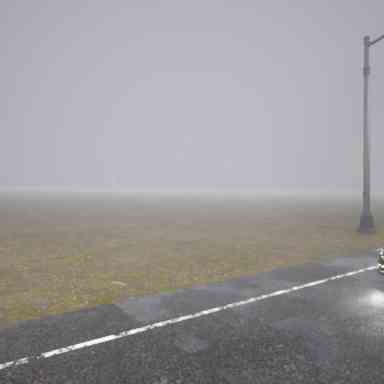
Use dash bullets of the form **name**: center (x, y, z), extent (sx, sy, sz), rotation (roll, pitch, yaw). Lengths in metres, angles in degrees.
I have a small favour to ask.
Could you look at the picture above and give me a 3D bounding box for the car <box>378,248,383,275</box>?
- **car**: center (6.869, 1.505, 8.905), extent (4.892, 1.490, 1.837), rotation (0, 0, -36)
